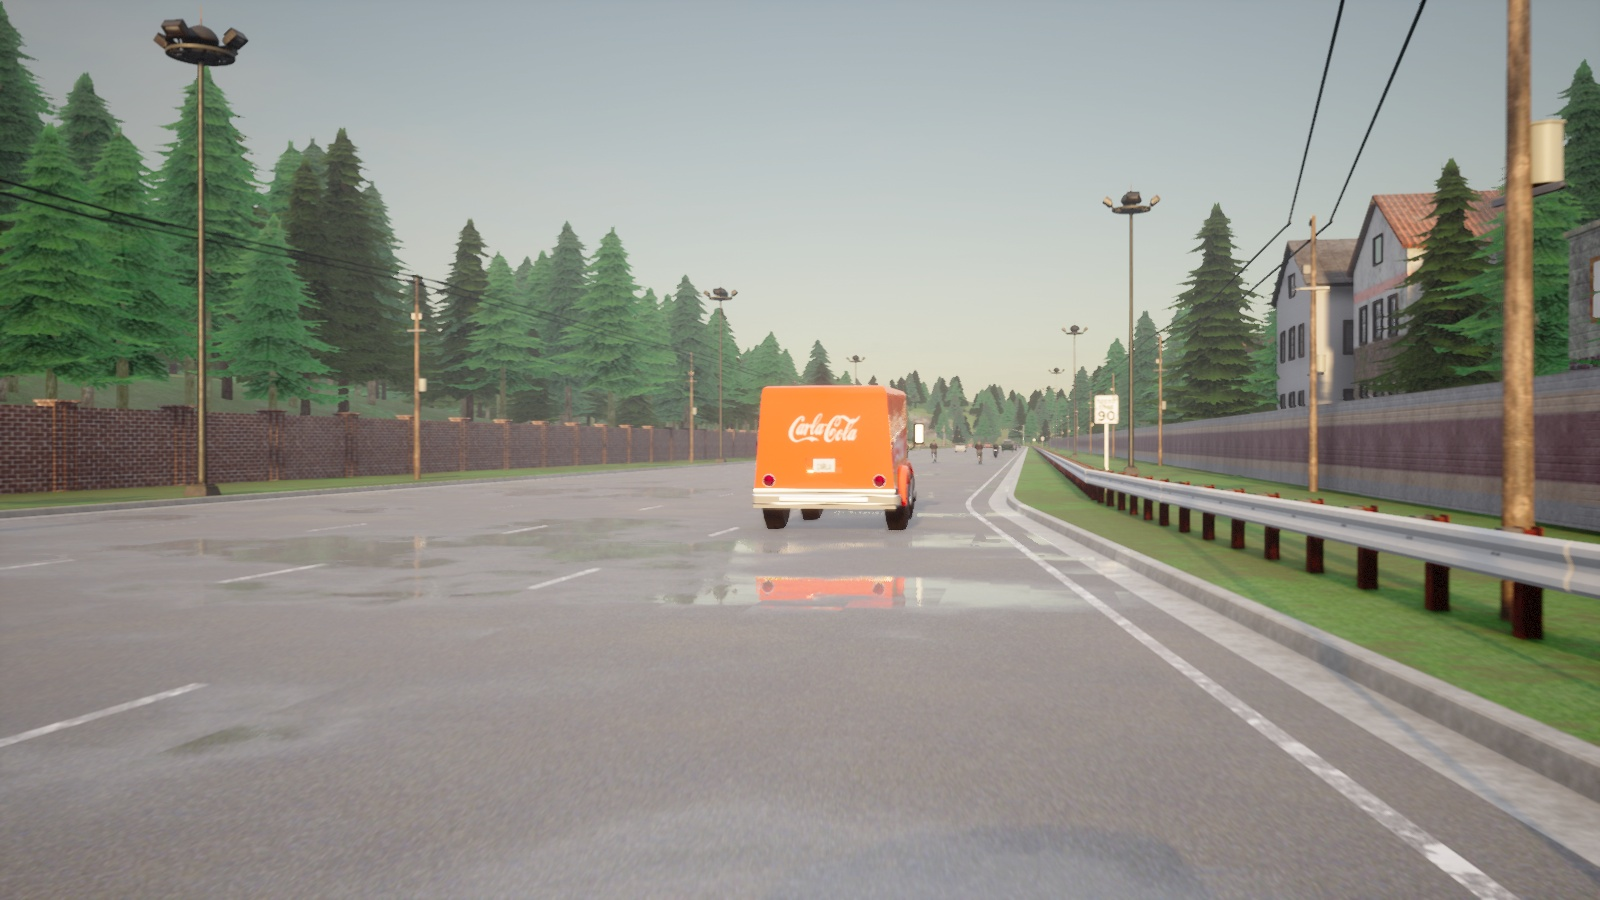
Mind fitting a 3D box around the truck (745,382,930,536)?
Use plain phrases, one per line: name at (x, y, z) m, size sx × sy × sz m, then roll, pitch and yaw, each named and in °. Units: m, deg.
truck at (0.856, 0.132, 22.952) m, size 2.627 × 2.467 × 5.204 m, roll 0°, pitch 0°, yaw 10°
